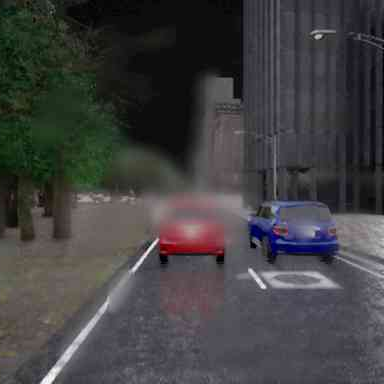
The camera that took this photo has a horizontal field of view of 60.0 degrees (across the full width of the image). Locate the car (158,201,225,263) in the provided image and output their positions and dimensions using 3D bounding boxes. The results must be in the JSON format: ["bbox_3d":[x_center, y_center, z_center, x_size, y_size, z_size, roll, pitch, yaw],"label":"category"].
[{"bbox_3d":[0.006,1.348,12.594,2.150,2.045,5.566,0,0,0],"label":"car"}]

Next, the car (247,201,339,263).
[{"bbox_3d":[3.506,1.348,12.575,2.150,2.045,5.566,0,0,0],"label":"car"}]
